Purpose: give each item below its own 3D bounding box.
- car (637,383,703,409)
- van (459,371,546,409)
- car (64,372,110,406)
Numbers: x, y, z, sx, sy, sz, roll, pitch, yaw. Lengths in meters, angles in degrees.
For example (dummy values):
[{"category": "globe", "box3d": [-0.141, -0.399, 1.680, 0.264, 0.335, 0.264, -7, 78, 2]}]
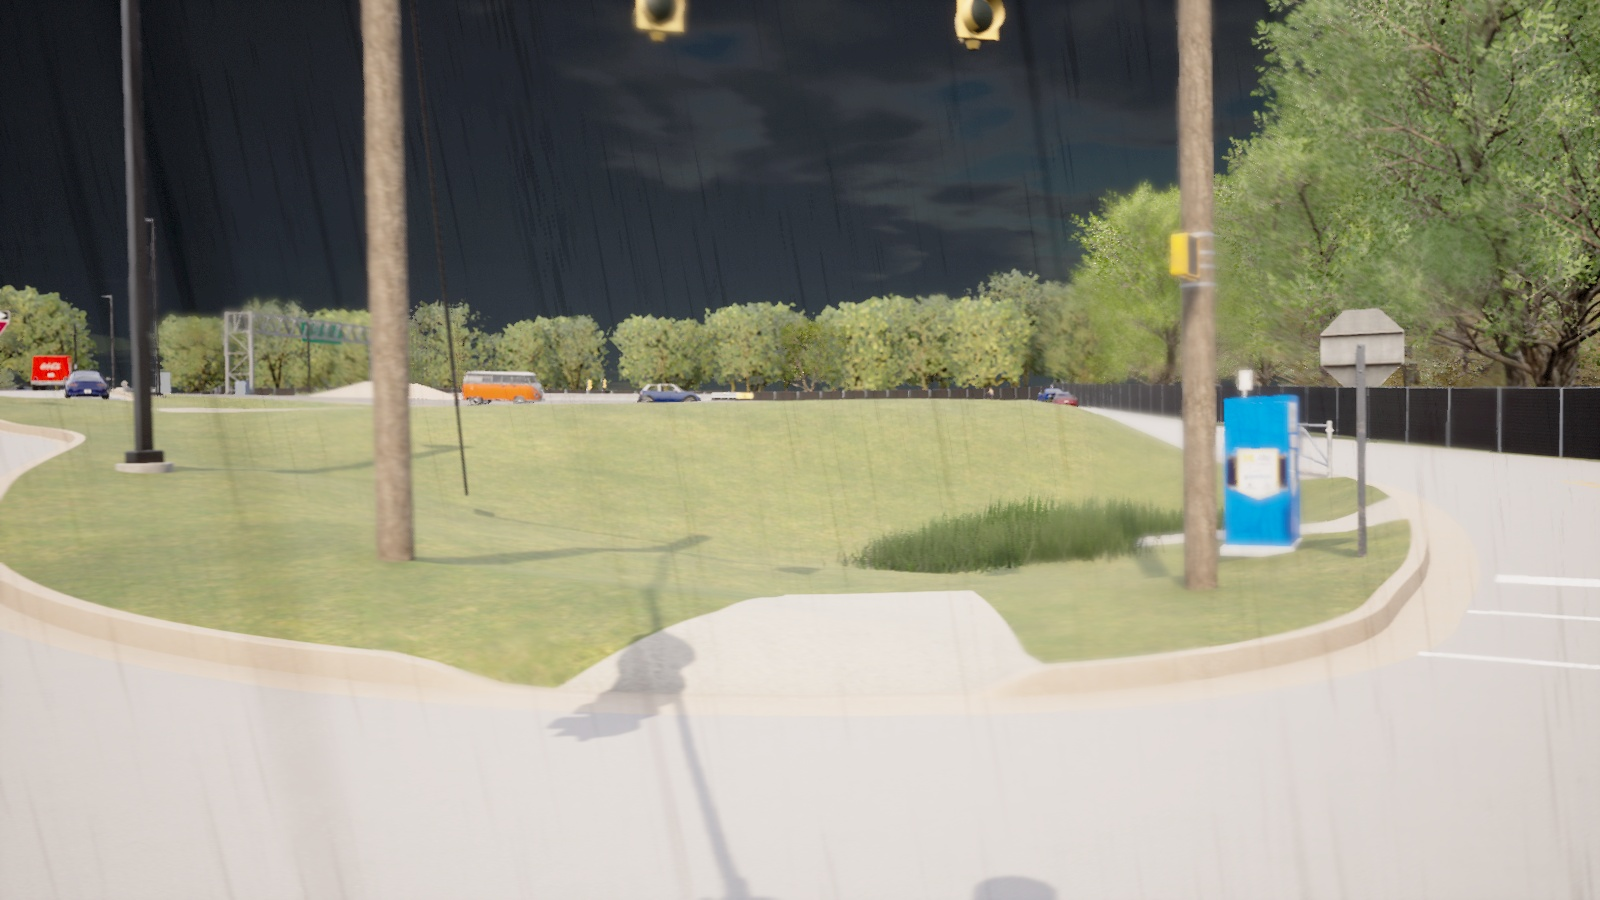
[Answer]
[{"category": "car", "box3d": [-7.738, -3.218, 74.624, 3.806, 1.475, 1.970, 1, 3, -9]}, {"category": "van", "box3d": [-16.736, -3.376, 70.707, 4.442, 1.987, 1.775, 2, 4, 7]}, {"category": "car", "box3d": [-34.678, -2.997, 61.029, 1.812, 1.442, 4.674, -2, 6, -30]}]
